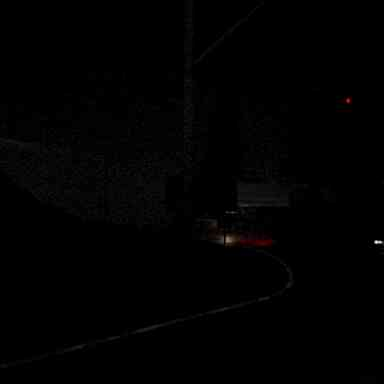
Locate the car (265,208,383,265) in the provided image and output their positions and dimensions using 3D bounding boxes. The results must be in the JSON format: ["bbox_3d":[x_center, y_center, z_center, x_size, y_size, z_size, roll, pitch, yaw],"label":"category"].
[{"bbox_3d":[4.866,1.385,11.906,2.128,1.511,4.902,0,3,-36],"label":"car"}]
